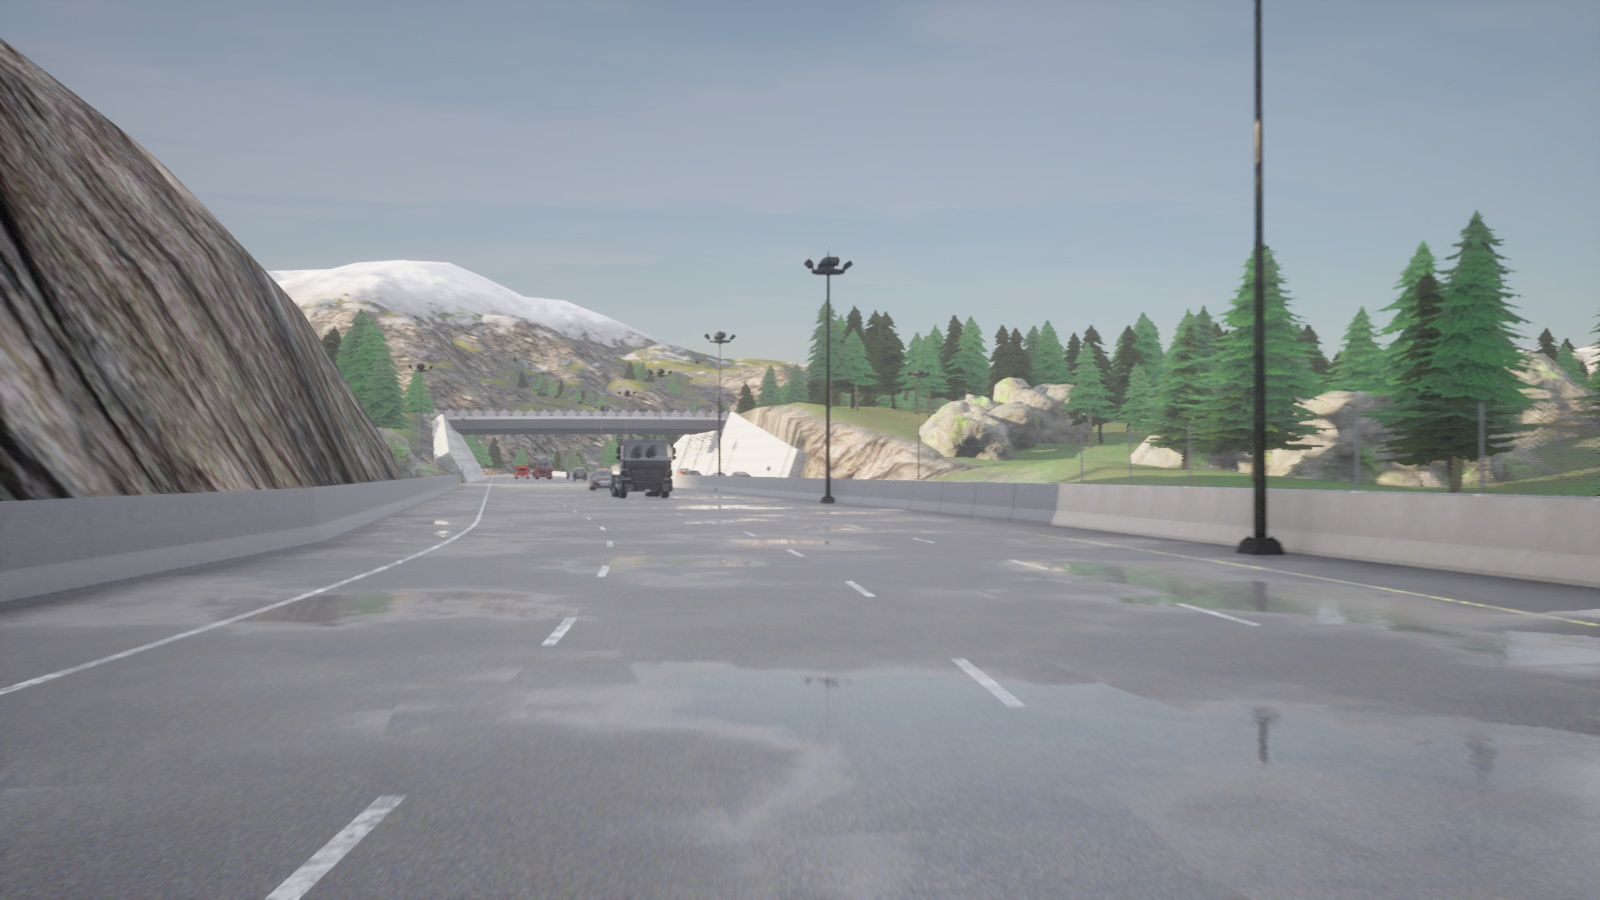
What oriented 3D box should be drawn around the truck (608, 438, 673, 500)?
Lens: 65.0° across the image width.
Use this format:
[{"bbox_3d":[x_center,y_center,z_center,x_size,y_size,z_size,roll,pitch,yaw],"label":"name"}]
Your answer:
[{"bbox_3d":[-9.425,1.116,73.588,2.891,3.462,7.936,0,-1,-14],"label":"truck"}]
